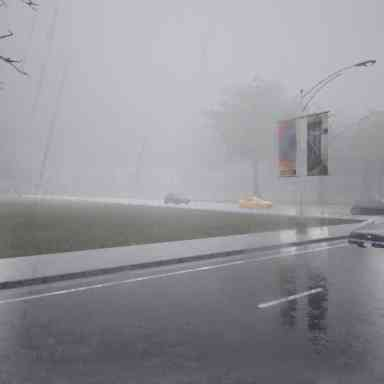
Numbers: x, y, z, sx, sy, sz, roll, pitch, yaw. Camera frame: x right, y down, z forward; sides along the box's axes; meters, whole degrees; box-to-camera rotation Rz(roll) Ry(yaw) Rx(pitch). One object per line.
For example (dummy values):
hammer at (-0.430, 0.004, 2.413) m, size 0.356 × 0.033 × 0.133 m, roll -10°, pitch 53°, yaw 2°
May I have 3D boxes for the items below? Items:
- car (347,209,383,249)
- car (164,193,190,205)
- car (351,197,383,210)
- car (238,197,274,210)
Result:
car at (8.719, 1.564, 13.684) m, size 5.357 × 1.411 × 2.033 m, roll 0°, pitch 0°, yaw -32°
car at (-2.651, 1.141, 56.254) m, size 2.150 × 2.045 × 5.566 m, roll 0°, pitch 0°, yaw -36°
car at (16.725, 1.374, 29.667) m, size 2.097 × 1.767 × 4.553 m, roll 0°, pitch 0°, yaw -36°
car at (7.944, 1.446, 41.692) m, size 1.882 × 1.535 × 5.008 m, roll 0°, pitch 0°, yaw -36°
